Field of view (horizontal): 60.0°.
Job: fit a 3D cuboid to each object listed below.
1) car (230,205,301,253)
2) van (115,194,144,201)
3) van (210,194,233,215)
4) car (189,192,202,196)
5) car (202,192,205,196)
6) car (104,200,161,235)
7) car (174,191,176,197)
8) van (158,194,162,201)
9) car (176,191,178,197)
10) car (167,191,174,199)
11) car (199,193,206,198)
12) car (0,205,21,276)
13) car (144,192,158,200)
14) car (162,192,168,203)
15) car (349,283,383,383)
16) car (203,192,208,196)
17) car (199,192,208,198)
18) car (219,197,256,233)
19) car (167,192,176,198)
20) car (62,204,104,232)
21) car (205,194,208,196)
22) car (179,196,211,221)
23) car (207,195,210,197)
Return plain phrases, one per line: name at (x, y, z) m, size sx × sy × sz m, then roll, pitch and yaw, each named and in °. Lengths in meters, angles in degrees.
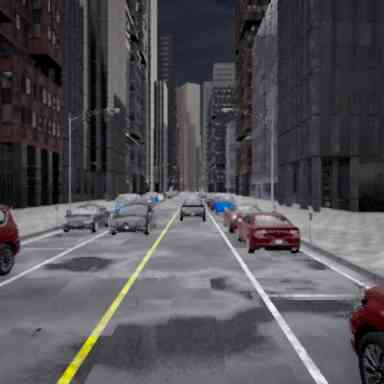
car at (2.791, 1.434, 12.883) m, size 1.887 × 1.381 × 4.507 m, roll 0°, pitch 0°, yaw 0°
van at (-5.698, 1.087, 29.718) m, size 1.690 × 1.788 × 3.998 m, roll 0°, pitch 0°, yaw 0°
van at (2.827, 1.088, 29.708) m, size 1.690 × 1.788 × 3.998 m, roll 0°, pitch 0°, yaw 0°
car at (0.106, 1.115, 49.110) m, size 1.812 × 1.442 × 4.674 m, roll 0°, pitch 0°, yaw 0°
car at (2.874, 1.083, 52.316) m, size 1.752 × 1.417 × 4.829 m, roll 0°, pitch 0°, yaw 0°
car at (-2.964, 1.373, 17.587) m, size 1.837 × 1.490 × 4.892 m, roll 0°, pitch 0°, yaw 0°
car at (-5.591, 0.789, 80.202) m, size 1.967 × 1.590 × 4.097 m, roll 0°, pitch 0°, yaw 0°
van at (-5.663, 0.946, 46.546) m, size 1.690 × 1.788 × 3.998 m, roll 0°, pitch 0°, yaw 0°
car at (-5.579, 0.622, 85.811) m, size 2.192 × 1.841 × 5.009 m, roll 0°, pitch 0°, yaw 0°
car at (-5.603, 0.956, 74.593) m, size 1.947 × 1.339 × 4.313 m, roll 0°, pitch 0°, yaw 0°
car at (2.958, 0.848, 91.408) m, size 1.802 × 1.307 × 4.206 m, roll 0°, pitch 0°, yaw 0°
car at (-5.746, 1.251, 7.280) m, size 2.192 × 1.841 × 5.009 m, roll 0°, pitch 0°, yaw 0°
car at (-5.675, 1.092, 40.938) m, size 1.967 × 1.590 × 4.097 m, roll 0°, pitch 0°, yaw 0°
car at (-5.640, 1.042, 57.595) m, size 1.752 × 1.417 × 4.829 m, roll 0°, pitch 0°, yaw 0°
car at (2.767, 1.300, 1.663) m, size 2.192 × 1.841 × 5.009 m, roll 0°, pitch 0°, yaw 0°
car at (2.863, 1.129, 46.707) m, size 1.752 × 1.417 × 4.829 m, roll 0°, pitch 0°, yaw 0°
car at (2.946, 0.748, 85.798) m, size 1.967 × 1.590 × 4.097 m, roll 0°, pitch 0°, yaw 0°
car at (2.803, 1.282, 18.491) m, size 1.967 × 1.590 × 4.097 m, roll 0°, pitch 0°, yaw 0°
car at (-5.567, 0.817, 91.421) m, size 2.008 × 1.369 × 4.403 m, roll 0°, pitch 0°, yaw 0°
car at (-5.723, 1.392, 18.501) m, size 2.008 × 1.369 × 4.403 m, roll 0°, pitch 0°, yaw 0°
car at (2.850, 1.218, 40.928) m, size 1.947 × 1.339 × 4.313 m, roll 0°, pitch 0°, yaw 0°
car at (0.078, 1.282, 24.969) m, size 2.128 × 1.511 × 4.902 m, roll 0°, pitch 0°, yaw 1°
car at (2.839, 1.244, 35.319) m, size 1.887 × 1.381 × 4.507 m, roll 0°, pitch 0°, yaw 0°
